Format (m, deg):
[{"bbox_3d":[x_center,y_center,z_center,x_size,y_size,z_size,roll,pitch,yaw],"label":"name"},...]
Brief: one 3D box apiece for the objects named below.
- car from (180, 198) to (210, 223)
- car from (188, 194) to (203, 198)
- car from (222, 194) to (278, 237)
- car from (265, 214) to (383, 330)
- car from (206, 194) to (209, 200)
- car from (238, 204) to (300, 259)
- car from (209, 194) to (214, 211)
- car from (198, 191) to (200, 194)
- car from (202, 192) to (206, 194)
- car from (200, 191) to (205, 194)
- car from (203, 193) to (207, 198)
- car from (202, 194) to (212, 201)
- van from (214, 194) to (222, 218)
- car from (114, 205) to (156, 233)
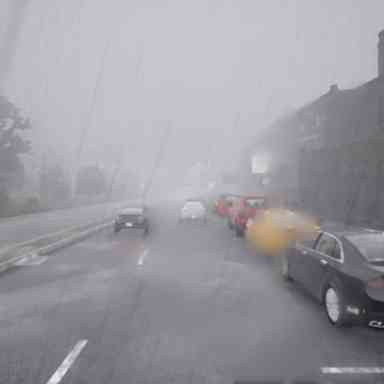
[{"bbox_3d":[0.106,1.432,24.445,1.812,1.442,4.674,0,0,0],"label":"car"},{"bbox_3d":[0.110,1.348,41.490,1.837,1.490,4.892,0,1,0],"label":"car"},{"bbox_3d":[3.229,1.160,17.860,2.435,2.045,5.566,0,0,0],"label":"car"},{"bbox_3d":[3.227,1.454,6.902,2.231,1.521,4.892,0,0,0],"label":"car"},{"bbox_3d":[3.235,1.201,40.026,2.185,1.767,4.553,0,0,0],"label":"car"},{"bbox_3d":[3.228,1.432,12.428,2.097,1.535,5.008,0,0,0],"label":"car"},{"bbox_3d":[3.234,1.222,34.502,2.185,1.767,4.553,0,0,0],"label":"car"},{"bbox_3d":[3.234,1.160,84.129,2.231,1.521,4.892,0,0,0],"label":"car"},{"bbox_3d":[3.239,1.239,62.218,1.946,1.575,5.366,0,0,0],"label":"car"},{"bbox_3d":[3.243,1.097,67.528,2.185,1.767,4.553,0,0,0],"label":"car"},{"bbox_3d":[3.237,1.286,50.977,2.231,1.521,4.892,0,0,0],"label":"car"},{"bbox_3d":[3.242,1.197,73.271,1.946,1.575,5.366,0,0,0],"label":"car"},{"bbox_3d":[3.232,1.143,29.124,1.878,1.987,4.442,0,0,0],"label":"van"},{"bbox_3d":[-3.158,1.453,18.960,1.812,1.442,4.674,0,0,0],"label":"car"}]
